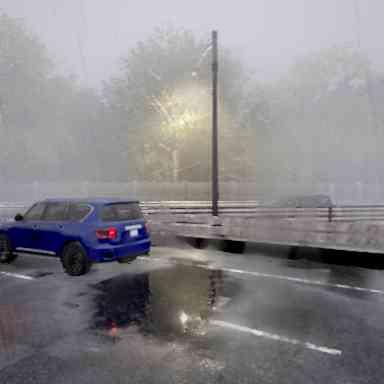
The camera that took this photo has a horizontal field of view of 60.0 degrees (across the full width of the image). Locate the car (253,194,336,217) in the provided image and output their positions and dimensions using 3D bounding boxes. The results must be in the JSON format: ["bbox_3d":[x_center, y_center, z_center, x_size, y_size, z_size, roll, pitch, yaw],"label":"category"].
[{"bbox_3d":[7.065,1.233,23.051,5.566,2.045,2.150,-2,0,-8],"label":"car"}]

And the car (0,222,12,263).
[{"bbox_3d":[-6.647,1.494,7.881,4.892,1.490,1.837,0,0,31],"label":"car"}]

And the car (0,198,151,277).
[{"bbox_3d":[-3.862,1.197,10.341,5.566,2.045,2.150,0,0,31],"label":"car"}]

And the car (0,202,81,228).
[{"bbox_3d":[-9.977,1.450,21.436,4.902,1.511,2.128,0,0,-1],"label":"car"}]
